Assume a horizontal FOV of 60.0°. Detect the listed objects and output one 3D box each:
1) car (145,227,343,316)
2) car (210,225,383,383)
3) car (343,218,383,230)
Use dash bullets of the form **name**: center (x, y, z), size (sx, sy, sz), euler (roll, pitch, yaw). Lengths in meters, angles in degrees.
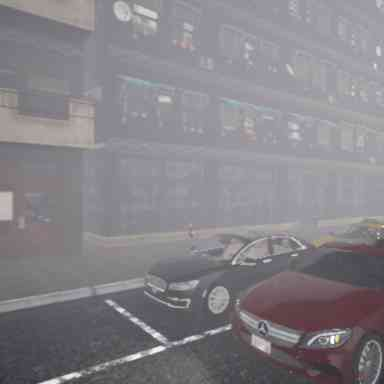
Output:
- **car**: center (1.095, 1.556, 7.339), size (4.403, 1.369, 2.008), euler (0, 0, -36)
- **car**: center (2.717, 1.532, 5.311), size (4.674, 1.442, 1.812), euler (-1, 0, -35)
- **car**: center (5.466, 1.537, 10.457), size (4.829, 1.417, 1.752), euler (0, 0, -36)
